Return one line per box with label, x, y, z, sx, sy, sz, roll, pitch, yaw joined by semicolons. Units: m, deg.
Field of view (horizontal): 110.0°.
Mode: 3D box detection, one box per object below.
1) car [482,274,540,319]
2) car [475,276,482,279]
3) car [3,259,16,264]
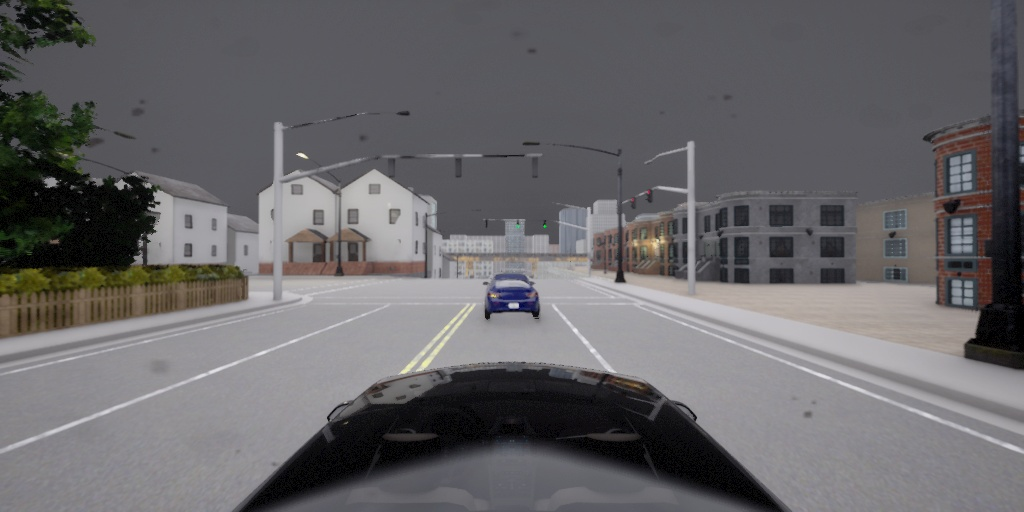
car;-0.093;1.372;13.223;1.812;1.442;4.674;0;-1;-4
car;-3.593;3.301;46.348;2.097;1.767;4.553;-1;-13;0
car;-44.706;1.206;29.830;5.566;2.045;2.150;0;0;0
